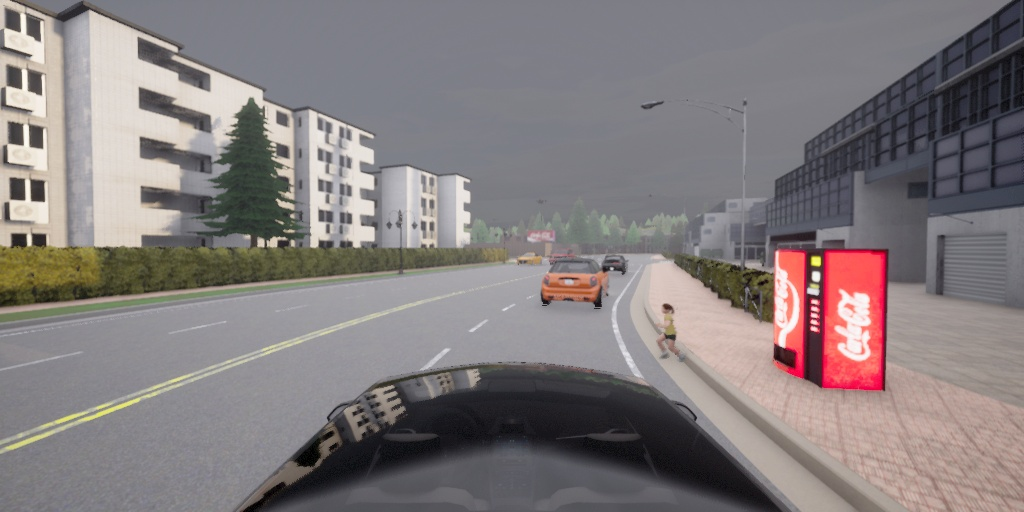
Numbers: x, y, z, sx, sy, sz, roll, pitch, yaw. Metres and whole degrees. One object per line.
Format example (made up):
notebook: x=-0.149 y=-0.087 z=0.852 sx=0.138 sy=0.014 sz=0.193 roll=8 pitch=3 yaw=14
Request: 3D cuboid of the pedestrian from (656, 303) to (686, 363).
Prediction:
pedestrian: x=2.841 y=1.329 z=6.439 sx=0.500 sy=1.100 sz=0.500 roll=0 pitch=1 yaw=9

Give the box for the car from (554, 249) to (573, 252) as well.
car: x=6.070 y=0.131 z=42.922 sx=2.150 sy=2.045 sz=5.566 roll=1 pitch=1 yaw=22

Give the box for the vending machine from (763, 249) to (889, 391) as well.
vending machine: x=4.621 y=0.875 z=5.334 sx=1.100 sy=2.100 sz=0.880 roll=0 pitch=0 yaw=8

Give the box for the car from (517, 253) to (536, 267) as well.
car: x=2.115 y=0.390 z=42.480 sx=1.882 sy=1.535 sz=5.008 roll=1 pitch=1 yaw=22

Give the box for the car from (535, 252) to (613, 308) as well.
car: x=2.608 y=0.853 z=14.000 sx=2.097 sy=1.767 sz=4.553 roll=0 pitch=1 yaw=19

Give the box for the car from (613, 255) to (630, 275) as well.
car: x=8.533 y=0.687 z=29.676 sx=1.837 sy=1.490 sz=4.892 roll=1 pitch=1 yaw=21
